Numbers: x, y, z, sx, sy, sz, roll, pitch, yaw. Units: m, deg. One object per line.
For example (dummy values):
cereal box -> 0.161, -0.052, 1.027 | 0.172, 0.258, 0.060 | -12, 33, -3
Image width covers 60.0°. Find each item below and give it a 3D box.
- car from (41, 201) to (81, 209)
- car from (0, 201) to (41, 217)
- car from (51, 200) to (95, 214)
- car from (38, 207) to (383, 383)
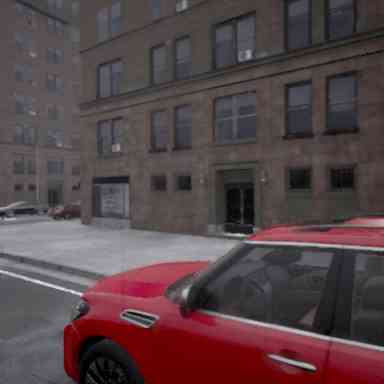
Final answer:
car -> -9.242, 1.530, 26.271 | 1.802, 1.307, 4.206 | 0, 0, 35
car -> -15.781, 1.556, 30.924 | 1.947, 1.339, 4.313 | 0, 0, 35
car -> -12.581, 1.570, 35.420 | 1.802, 1.307, 4.206 | 0, 0, 35
car -> 1.284, 1.218, 2.768 | 5.566, 2.045, 2.150 | 0, 0, 36
